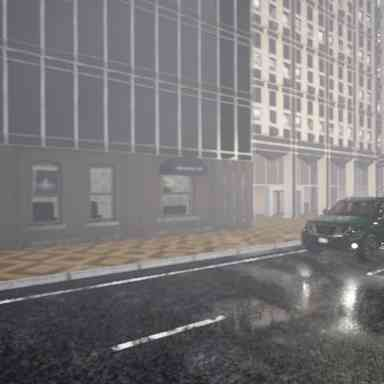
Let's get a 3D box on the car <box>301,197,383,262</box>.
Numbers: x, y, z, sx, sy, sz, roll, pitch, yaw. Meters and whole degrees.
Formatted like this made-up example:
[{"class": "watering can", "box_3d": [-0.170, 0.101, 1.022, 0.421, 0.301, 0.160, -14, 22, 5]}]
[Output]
[{"class": "car", "box_3d": [6.470, 1.213, 12.418, 5.566, 2.045, 2.150, 0, 0, -36]}]
